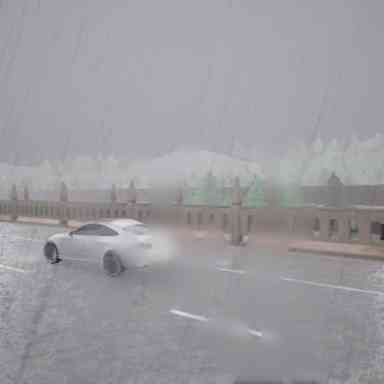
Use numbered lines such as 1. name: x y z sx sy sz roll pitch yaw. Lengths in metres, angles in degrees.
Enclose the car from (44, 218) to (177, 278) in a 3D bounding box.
1. car: -2.582 1.530 10.138 4.674 1.442 1.812 0 0 36
